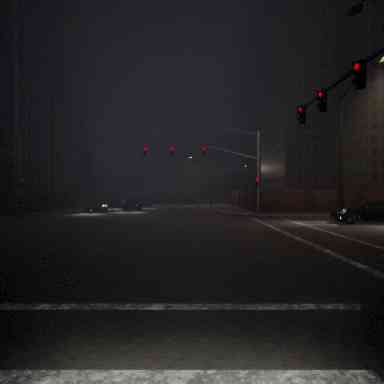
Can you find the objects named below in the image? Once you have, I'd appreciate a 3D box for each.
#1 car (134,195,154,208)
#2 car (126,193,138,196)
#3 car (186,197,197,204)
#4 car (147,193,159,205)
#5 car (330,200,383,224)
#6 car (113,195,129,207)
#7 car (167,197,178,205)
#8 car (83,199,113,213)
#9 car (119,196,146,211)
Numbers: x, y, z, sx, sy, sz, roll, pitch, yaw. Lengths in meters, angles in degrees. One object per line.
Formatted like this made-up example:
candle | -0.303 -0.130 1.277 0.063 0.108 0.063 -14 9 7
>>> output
car | -7.193 1.526 49.595 1.812 1.442 4.674 0 0 0
car | -10.678 1.221 58.272 2.150 2.045 5.566 0 0 0
car | -0.134 1.564 64.902 1.994 1.385 4.181 0 0 0
car | -7.168 1.221 60.122 2.150 2.045 5.566 0 0 1
car | 12.364 1.352 23.844 4.553 1.767 2.097 0 0 0
car | -10.695 1.547 47.582 2.033 1.411 5.357 0 0 0
car | -3.528 1.547 60.271 2.033 1.411 5.357 0 0 0
car | -10.713 1.547 37.507 2.033 1.411 5.357 0 0 -3
car | -7.163 1.526 40.501 1.812 1.442 4.674 0 0 -1
